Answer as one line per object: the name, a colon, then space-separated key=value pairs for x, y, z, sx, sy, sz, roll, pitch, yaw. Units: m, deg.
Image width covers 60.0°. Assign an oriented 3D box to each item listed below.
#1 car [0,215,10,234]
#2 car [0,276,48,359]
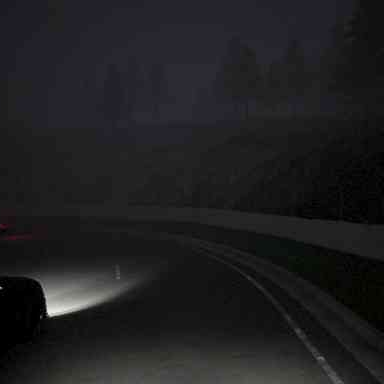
car: x=-12.651 y=1.654 z=18.708 sx=5.008 sy=1.535 sz=1.882 roll=0 pitch=-1 yaw=21
car: x=-3.407 y=1.602 z=3.917 sx=1.994 sy=1.385 sz=4.181 roll=0 pitch=-1 yaw=0
